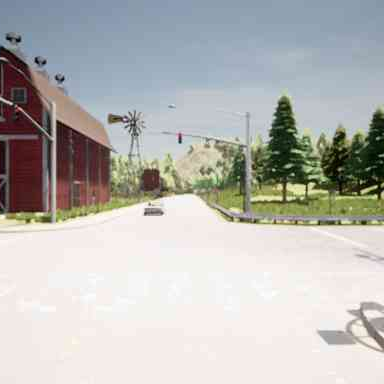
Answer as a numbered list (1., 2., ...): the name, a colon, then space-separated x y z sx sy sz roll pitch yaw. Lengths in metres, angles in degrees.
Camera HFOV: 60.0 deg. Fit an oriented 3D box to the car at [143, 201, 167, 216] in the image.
1. car: -3.525 1.559 32.033 1.895 1.301 4.718 0 0 0
